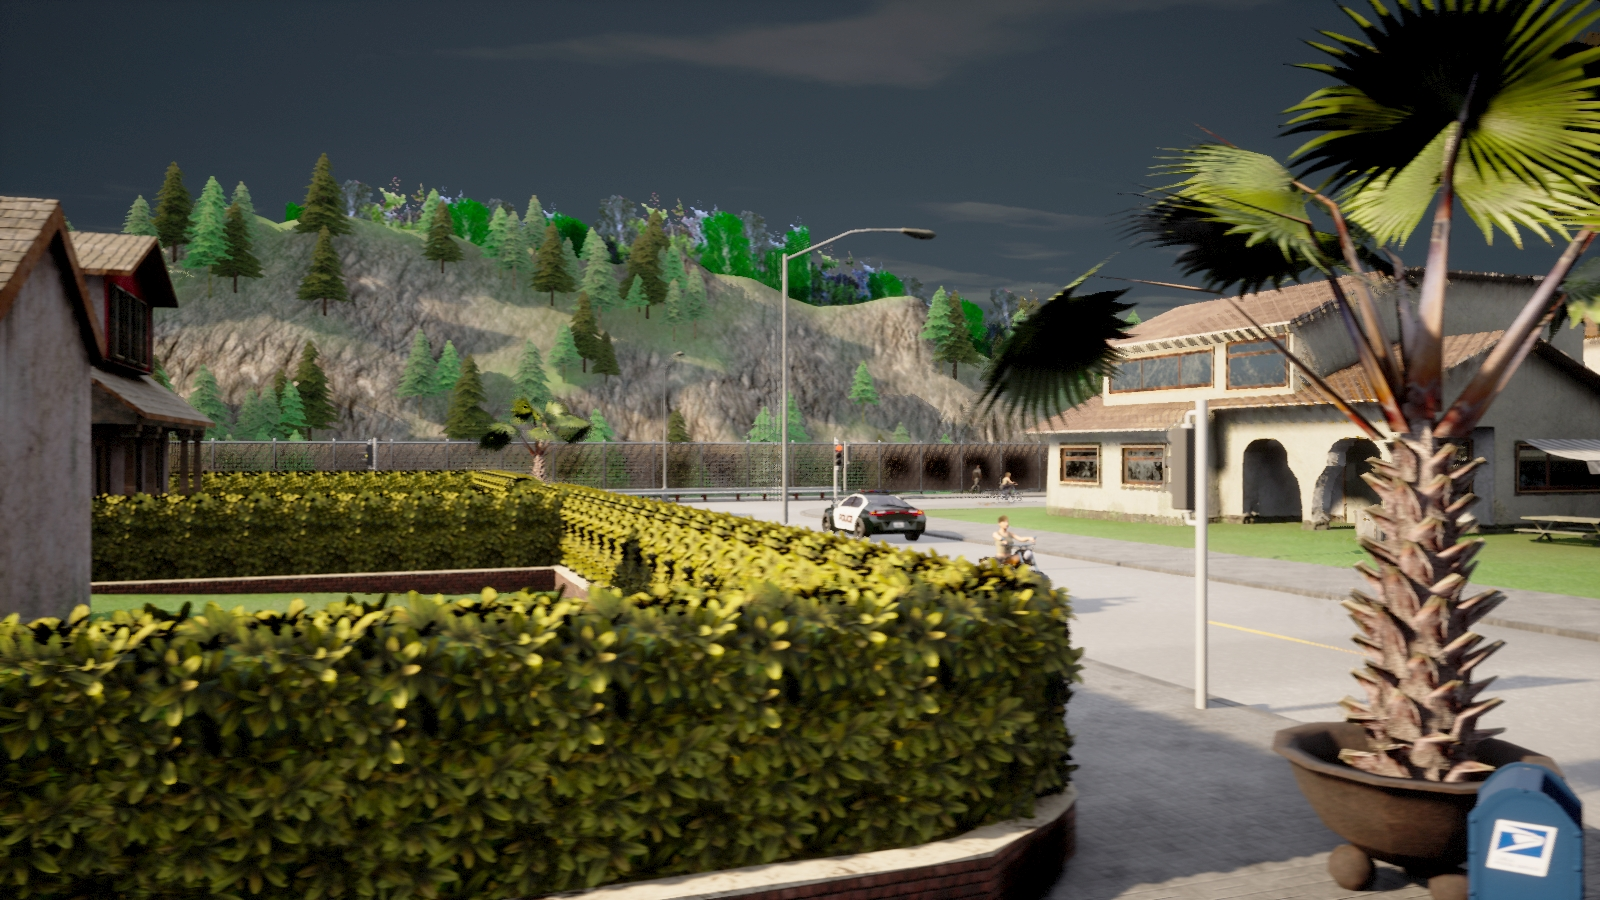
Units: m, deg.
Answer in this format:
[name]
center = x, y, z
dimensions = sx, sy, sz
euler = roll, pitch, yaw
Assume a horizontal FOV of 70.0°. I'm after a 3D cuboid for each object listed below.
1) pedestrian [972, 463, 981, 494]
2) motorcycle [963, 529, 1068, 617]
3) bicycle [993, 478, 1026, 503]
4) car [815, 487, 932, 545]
[pedestrian]
center = 10.768, 1.744, 69.658
dimensions = 0.375, 1.860, 0.375
euler = 0, 0, -28
[motorcycle]
center = 3.813, 2.155, 20.448
dimensions = 0.764, 1.307, 2.356
euler = 0, 0, -20
[bicycle]
center = 11.100, 2.157, 60.564
dimensions = 1.487, 1.276, 0.859
euler = 0, 0, -20
[car]
center = 2.233, 2.037, 36.479
dimensions = 2.038, 1.542, 4.974
euler = 0, 0, -18
